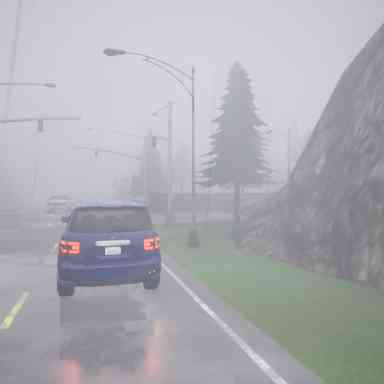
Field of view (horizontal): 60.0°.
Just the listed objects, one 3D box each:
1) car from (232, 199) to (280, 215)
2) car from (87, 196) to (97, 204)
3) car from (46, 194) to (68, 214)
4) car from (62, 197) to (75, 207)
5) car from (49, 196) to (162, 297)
[{"bbox_3d":[6.403,1.504,33.334,4.892,1.490,1.837,0,0,-18],"label":"car"},{"bbox_3d":[-19.446,1.525,64.551,1.812,1.442,4.674,0,0,-17],"label":"car"},{"bbox_3d":[-14.575,1.221,36.493,2.150,2.045,5.566,0,0,-17],"label":"car"},{"bbox_3d":[-19.618,1.525,52.941,1.812,1.442,4.674,0,0,-17],"label":"car"},{"bbox_3d":[-2.280,1.221,8.946,2.150,2.045,5.566,0,0,-17],"label":"car"}]
